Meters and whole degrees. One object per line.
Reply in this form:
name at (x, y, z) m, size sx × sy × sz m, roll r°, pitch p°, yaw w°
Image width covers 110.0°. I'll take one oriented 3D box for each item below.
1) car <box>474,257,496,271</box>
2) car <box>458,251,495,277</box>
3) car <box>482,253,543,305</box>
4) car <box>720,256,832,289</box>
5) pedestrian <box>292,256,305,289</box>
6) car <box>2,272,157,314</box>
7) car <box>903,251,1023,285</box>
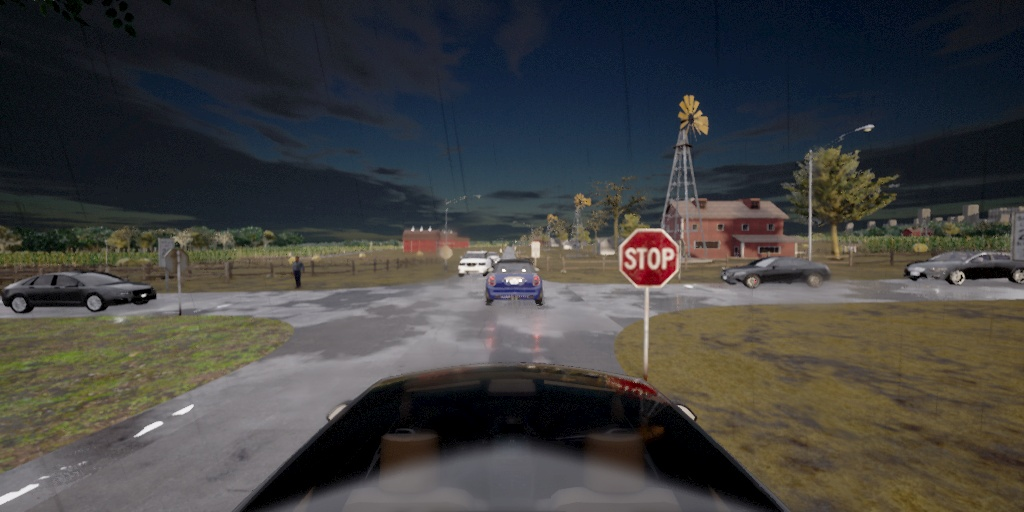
car at (-2.916, 0.806, 39.980) m, size 2.033 × 1.411 × 5.357 m, roll 0°, pitch 1°, yaw 0°
car at (-2.953, 0.587, 29.594) m, size 2.150 × 2.045 × 5.566 m, roll 0°, pitch 1°, yaw 2°
car at (0.076, 0.911, 14.861) m, size 2.097 × 1.767 × 4.553 m, roll 0°, pitch 1°, yaw 0°
car at (12.665, 0.741, 17.340) m, size 4.674 × 1.442 × 1.812 m, roll -1°, pitch 2°, yaw 2°
pedestrian at (-12.190, 0.914, 20.406) m, size 0.375 × 1.860 × 0.375 m, roll 0°, pitch 3°, yaw 0°
car at (-17.282, 1.393, 14.461) m, size 4.892 × 1.490 × 1.837 m, roll -1°, pitch 2°, yaw 0°
car at (21.864, 0.525, 17.263) m, size 4.902 × 1.511 × 2.128 m, roll -1°, pitch 2°, yaw 0°
